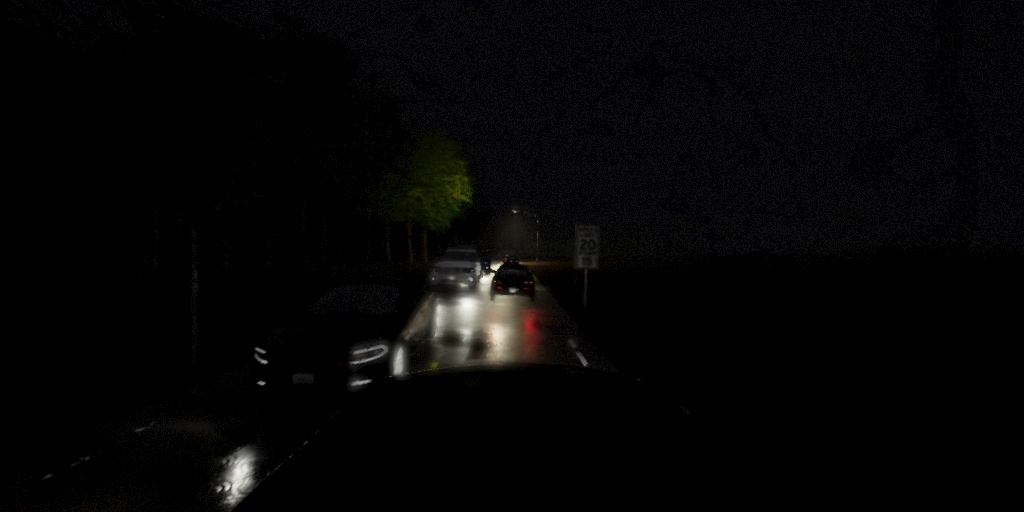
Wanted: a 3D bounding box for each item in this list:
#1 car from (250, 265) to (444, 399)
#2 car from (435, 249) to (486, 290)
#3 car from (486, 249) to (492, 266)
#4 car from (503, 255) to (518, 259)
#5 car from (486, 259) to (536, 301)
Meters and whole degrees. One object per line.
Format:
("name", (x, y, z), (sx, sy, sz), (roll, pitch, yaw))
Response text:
("car", (-2.655, 1.142, 6.829), (1.882, 1.535, 5.008), (1, 2, -3))
("car", (-2.848, 0.623, 19.530), (2.150, 2.045, 5.566), (1, 1, -1))
("car", (-2.877, 0.404, 30.410), (2.150, 2.045, 5.566), (1, 1, -1))
("car", (-0.105, 0.578, 41.112), (2.033, 1.411, 5.357), (1, 1, 0))
("car", (0.056, 1.069, 15.774), (1.812, 1.442, 4.674), (1, 1, 0))
